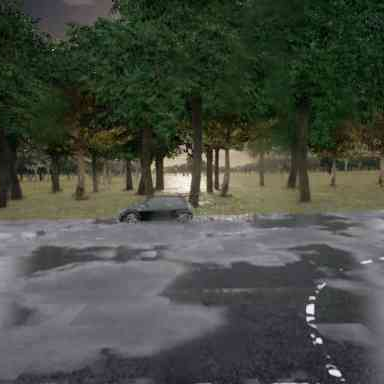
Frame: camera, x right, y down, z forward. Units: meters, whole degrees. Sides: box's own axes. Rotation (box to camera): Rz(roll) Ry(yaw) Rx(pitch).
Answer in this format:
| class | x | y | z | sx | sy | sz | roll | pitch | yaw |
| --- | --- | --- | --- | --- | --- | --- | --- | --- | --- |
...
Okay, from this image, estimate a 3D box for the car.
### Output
| class | x | y | z | sx | sy | sz | roll | pitch | yaw |
| --- | --- | --- | --- | --- | --- | --- | --- | --- | --- |
| car | -2.177 | 1.005 | 20.549 | 4.553 | 1.767 | 2.097 | -1 | 2 | -1 |
